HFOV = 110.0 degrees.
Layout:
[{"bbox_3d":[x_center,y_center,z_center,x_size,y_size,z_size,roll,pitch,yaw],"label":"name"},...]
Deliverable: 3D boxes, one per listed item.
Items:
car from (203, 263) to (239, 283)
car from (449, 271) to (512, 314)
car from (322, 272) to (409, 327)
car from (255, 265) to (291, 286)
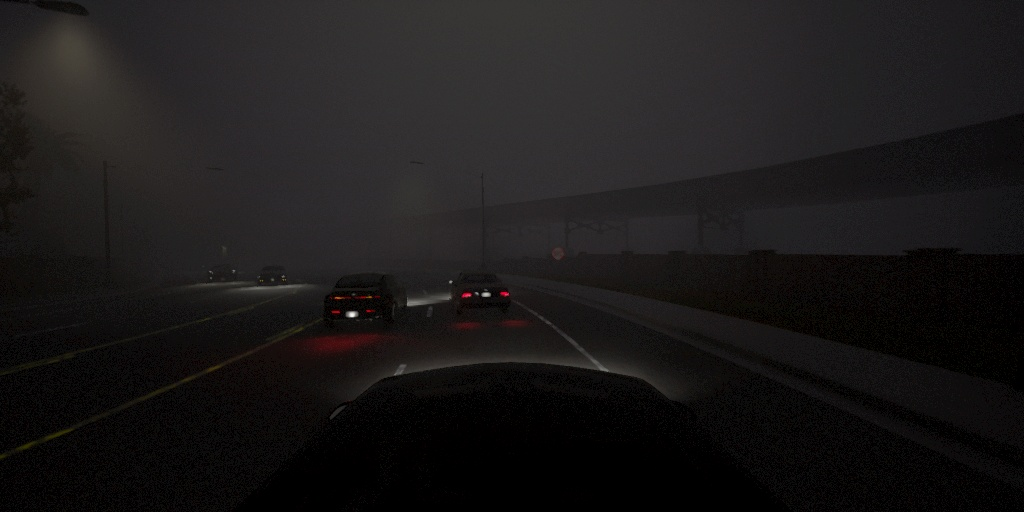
[{"bbox_3d":[-25.882,1.428,31.971,2.097,1.767,4.553,-2,0,-41],"label":"car"},{"bbox_3d":[-1.349,1.266,13.749,2.033,1.411,5.357,-1,0,-12],"label":"car"},{"bbox_3d":[-4.585,1.267,11.705,1.837,1.490,4.892,0,0,-10],"label":"car"},{"bbox_3d":[-18.193,1.433,27.365,1.837,1.490,4.892,-1,0,-32],"label":"car"}]
